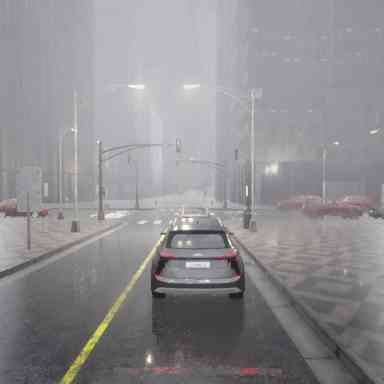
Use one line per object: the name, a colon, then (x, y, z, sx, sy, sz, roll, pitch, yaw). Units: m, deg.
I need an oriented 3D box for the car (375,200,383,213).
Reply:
car: (23.503, 1.634, 37.762, 4.313, 1.339, 1.947, 0, 1, 0)

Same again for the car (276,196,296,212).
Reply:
car: (12.218, 1.325, 37.759, 5.009, 1.841, 2.192, 0, 1, 0)

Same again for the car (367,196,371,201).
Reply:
car: (17.861, 1.354, 37.759, 5.009, 1.841, 2.192, 0, 1, 0)

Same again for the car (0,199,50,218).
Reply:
car: (-14.833, 1.567, 29.237, 4.507, 1.381, 1.887, 0, 1, 0)

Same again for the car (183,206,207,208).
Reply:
car: (0.147, 1.507, 17.562, 1.837, 1.490, 4.892, 0, 0, 0)

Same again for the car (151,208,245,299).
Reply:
car: (0.133, 1.428, 8.475, 2.033, 1.649, 4.856, 0, 0, 1)

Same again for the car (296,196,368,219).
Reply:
car: (12.208, 1.463, 29.235, 5.009, 1.841, 2.192, 0, 1, 0)

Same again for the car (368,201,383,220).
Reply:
car: (17.851, 1.742, 29.238, 4.313, 1.339, 1.947, 0, 1, 0)
